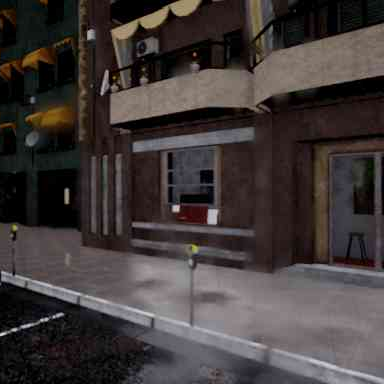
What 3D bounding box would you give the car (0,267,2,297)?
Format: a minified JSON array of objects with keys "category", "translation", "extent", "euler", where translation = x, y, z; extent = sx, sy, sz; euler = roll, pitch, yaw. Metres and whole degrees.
[{"category":"car","translation":[-5.589,1.574,6.870],"extent":[4.403,1.369,2.008],"euler":[0,0,36]}]
